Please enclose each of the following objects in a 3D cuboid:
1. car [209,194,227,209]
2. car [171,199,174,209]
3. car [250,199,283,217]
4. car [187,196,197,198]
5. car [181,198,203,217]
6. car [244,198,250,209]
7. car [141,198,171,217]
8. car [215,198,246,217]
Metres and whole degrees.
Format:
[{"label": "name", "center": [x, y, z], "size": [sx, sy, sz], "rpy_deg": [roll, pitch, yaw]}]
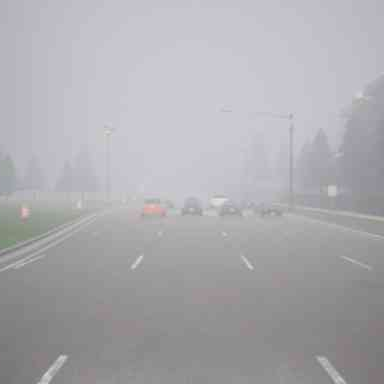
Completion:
[{"label": "car", "center": [3.549, 1.224, 44.765], "size": [2.150, 2.045, 5.566], "rpy_deg": [0, 0, 1]}, {"label": "car", "center": [-3.441, 1.527, 45.798], "size": [1.812, 1.442, 4.674], "rpy_deg": [0, 0, 1]}, {"label": "car", "center": [7.011, 1.603, 31.097], "size": [1.895, 1.301, 4.718], "rpy_deg": [0, 0, 0]}, {"label": "car", "center": [0.058, 1.354, 45.662], "size": [2.097, 1.767, 4.553], "rpy_deg": [0, 0, 0]}, {"label": "car", "center": [0.014, 1.565, 31.808], "size": [1.994, 1.385, 4.181], "rpy_deg": [0, 0, 1]}, {"label": "car", "center": [7.036, 1.551, 43.493], "size": [2.033, 1.411, 5.357], "rpy_deg": [0, 0, 1]}, {"label": "car", "center": [-3.485, 1.354, 31.425], "size": [2.097, 1.767, 4.553], "rpy_deg": [0, 0, 0]}, {"label": "car", "center": [3.517, 1.566, 31.353], "size": [1.994, 1.385, 4.181], "rpy_deg": [0, 0, 0]}]
